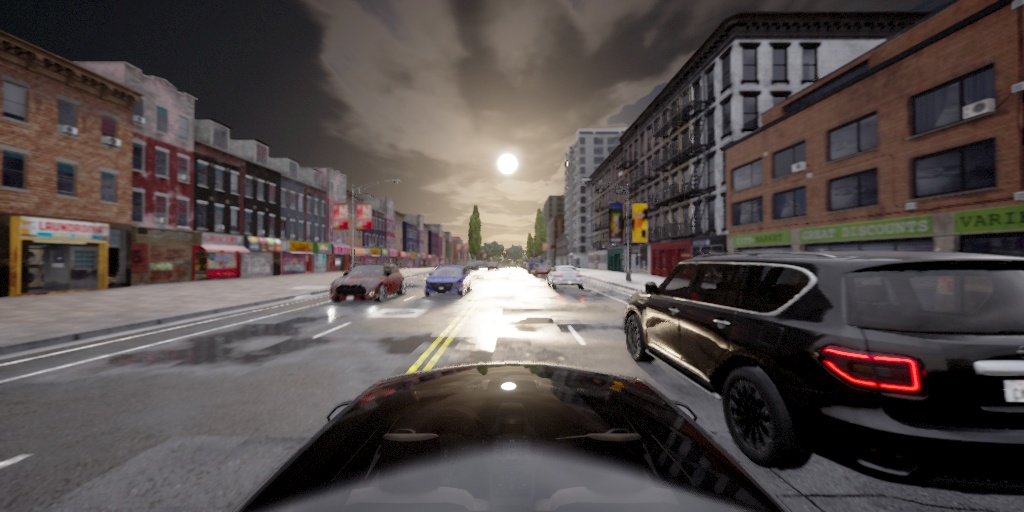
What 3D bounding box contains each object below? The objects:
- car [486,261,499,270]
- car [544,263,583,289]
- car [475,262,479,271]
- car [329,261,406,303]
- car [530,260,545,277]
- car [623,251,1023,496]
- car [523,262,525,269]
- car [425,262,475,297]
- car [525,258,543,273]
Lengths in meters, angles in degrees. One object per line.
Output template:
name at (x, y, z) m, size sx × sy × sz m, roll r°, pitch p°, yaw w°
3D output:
car at (-3.270, 1.697, 61.537) m, size 1.837 × 1.490 × 4.892 m, roll 0°, pitch -1°, yaw 1°
car at (3.353, 1.309, 23.071) m, size 1.812 × 1.442 × 4.674 m, roll 0°, pitch 0°, yaw 0°
car at (-6.522, 1.707, 59.046) m, size 2.033 × 1.411 × 5.357 m, roll 0°, pitch -1°, yaw 1°
car at (-6.597, 1.125, 16.850) m, size 2.097 × 1.767 × 4.553 m, roll 0°, pitch 0°, yaw 0°
car at (3.256, 1.444, 37.831) m, size 1.994 × 1.385 × 4.181 m, roll 0°, pitch -1°, yaw 0°
car at (3.350, 0.974, 5.010) m, size 2.150 × 2.045 × 5.566 m, roll 0°, pitch 0°, yaw 0°
car at (3.259, 1.629, 60.021) m, size 1.801 × 1.575 × 5.366 m, roll 0°, pitch -1°, yaw 0°
car at (-3.345, 1.255, 19.446) m, size 1.882 × 1.535 × 5.008 m, roll 0°, pitch 0°, yaw 0°
car at (3.257, 1.245, 48.865) m, size 2.150 × 2.045 × 5.566 m, roll 0°, pitch -1°, yaw 0°
